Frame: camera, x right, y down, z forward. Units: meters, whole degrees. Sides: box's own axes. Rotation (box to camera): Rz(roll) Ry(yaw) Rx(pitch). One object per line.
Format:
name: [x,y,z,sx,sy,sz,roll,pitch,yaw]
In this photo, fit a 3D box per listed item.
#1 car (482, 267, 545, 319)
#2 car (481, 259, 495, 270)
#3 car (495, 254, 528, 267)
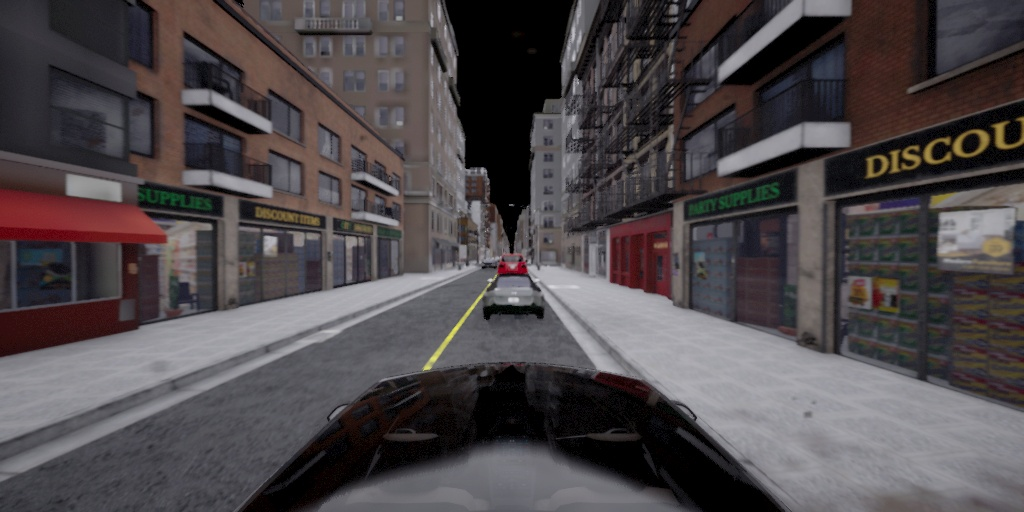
car: [0.063,1.263,12.621,1.994,1.385,4.181,0,0,0]
car: [-3.050,1.080,48.670,2.033,1.411,5.357,0,0,1]
car: [0.061,0.860,27.755,2.150,2.045,5.566,0,1,0]
